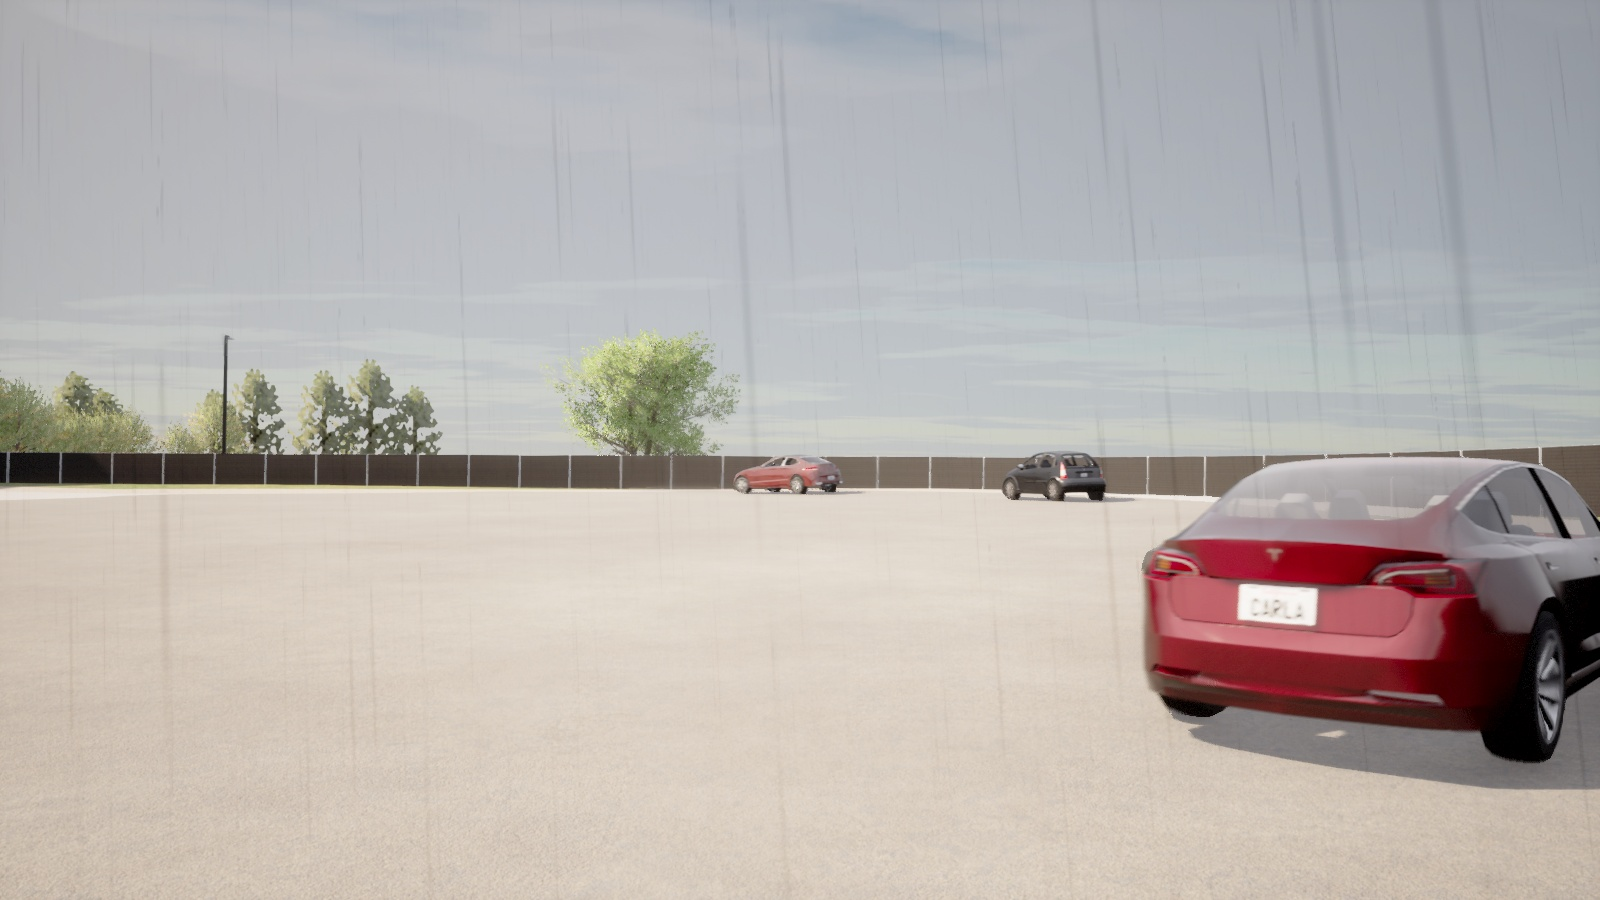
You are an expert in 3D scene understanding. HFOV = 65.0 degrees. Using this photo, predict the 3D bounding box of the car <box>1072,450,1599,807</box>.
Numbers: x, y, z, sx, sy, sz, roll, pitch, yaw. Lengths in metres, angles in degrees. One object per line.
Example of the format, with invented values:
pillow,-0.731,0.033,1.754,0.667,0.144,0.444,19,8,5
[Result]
car,3.877,0.761,7.779,2.163,1.488,4.792,-1,0,42

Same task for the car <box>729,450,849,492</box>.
car,-0.515,0.887,53.523,5.027,1.651,2.152,-2,0,44

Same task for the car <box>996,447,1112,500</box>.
car,8.296,0.768,41.395,1.851,1.617,3.988,-2,0,-21
